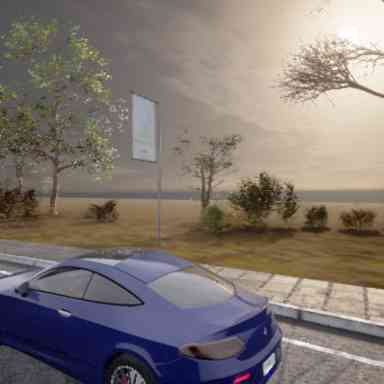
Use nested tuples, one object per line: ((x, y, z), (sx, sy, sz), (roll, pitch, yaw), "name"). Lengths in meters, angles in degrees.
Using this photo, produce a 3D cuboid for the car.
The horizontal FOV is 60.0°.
((-1.159, 1.512, 4.555), (4.674, 1.442, 1.812), (0, 0, 33), "car")
